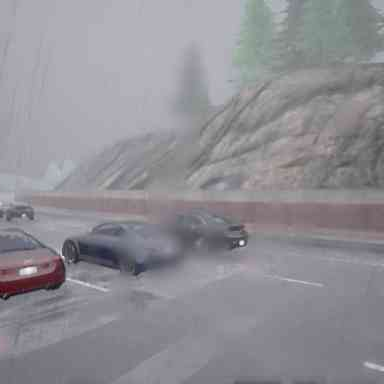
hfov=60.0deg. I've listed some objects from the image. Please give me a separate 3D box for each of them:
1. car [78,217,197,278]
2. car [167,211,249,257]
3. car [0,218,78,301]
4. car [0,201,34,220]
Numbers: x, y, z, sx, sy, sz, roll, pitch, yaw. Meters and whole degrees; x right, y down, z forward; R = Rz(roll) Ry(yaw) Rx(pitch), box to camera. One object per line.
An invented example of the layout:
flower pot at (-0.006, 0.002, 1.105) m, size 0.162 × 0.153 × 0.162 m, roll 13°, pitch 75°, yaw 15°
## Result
car at (-2.191, 1.561, 10.284) m, size 4.181 × 1.385 × 1.994 m, roll 0°, pitch 0°, yaw 39°
car at (-0.149, 1.512, 13.115) m, size 4.892 × 1.490 × 1.837 m, roll 0°, pitch 0°, yaw 39°
car at (-4.844, 1.548, 7.938) m, size 4.181 × 1.385 × 1.994 m, roll 0°, pitch 0°, yaw 39°
car at (-14.024, 1.457, 26.237) m, size 1.837 × 1.490 × 4.892 m, roll 0°, pitch 0°, yaw -43°
